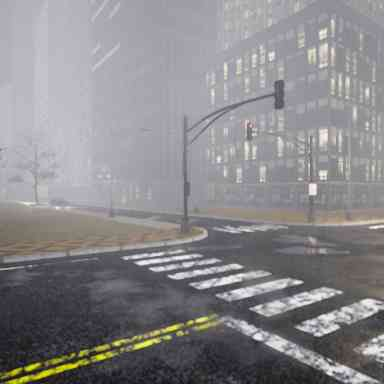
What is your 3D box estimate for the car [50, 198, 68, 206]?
[{"bbox_3d":[-21.724,1.608,54.213,1.895,1.301,4.718,0,0,-35],"label":"car"}]
